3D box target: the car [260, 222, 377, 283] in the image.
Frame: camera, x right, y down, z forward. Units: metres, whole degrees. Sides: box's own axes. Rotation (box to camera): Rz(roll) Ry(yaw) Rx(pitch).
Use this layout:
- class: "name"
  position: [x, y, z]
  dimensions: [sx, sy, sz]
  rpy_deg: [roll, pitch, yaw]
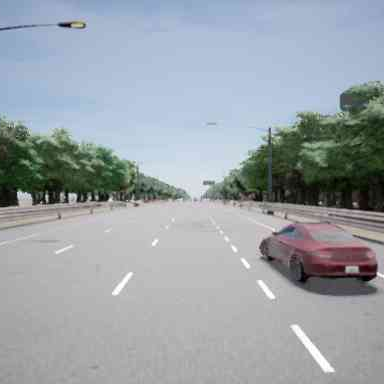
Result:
- class: "car"
  position: [3.475, 1.608, 9.804]
  dimensions: [1.812, 1.442, 4.674]
  rpy_deg: [0, -1, -3]
